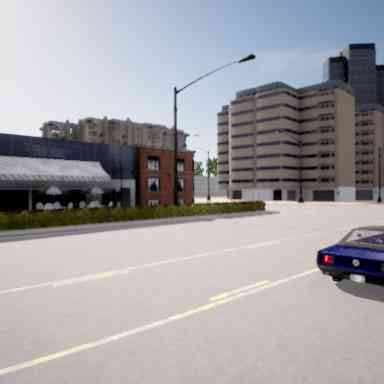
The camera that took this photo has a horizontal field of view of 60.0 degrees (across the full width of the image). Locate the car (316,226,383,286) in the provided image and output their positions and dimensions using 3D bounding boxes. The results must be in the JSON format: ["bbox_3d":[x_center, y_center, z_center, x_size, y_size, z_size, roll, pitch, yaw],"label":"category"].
[{"bbox_3d":[5.178,1.540,8.595,4.718,1.301,1.895,-1,0,-42],"label":"car"}]
